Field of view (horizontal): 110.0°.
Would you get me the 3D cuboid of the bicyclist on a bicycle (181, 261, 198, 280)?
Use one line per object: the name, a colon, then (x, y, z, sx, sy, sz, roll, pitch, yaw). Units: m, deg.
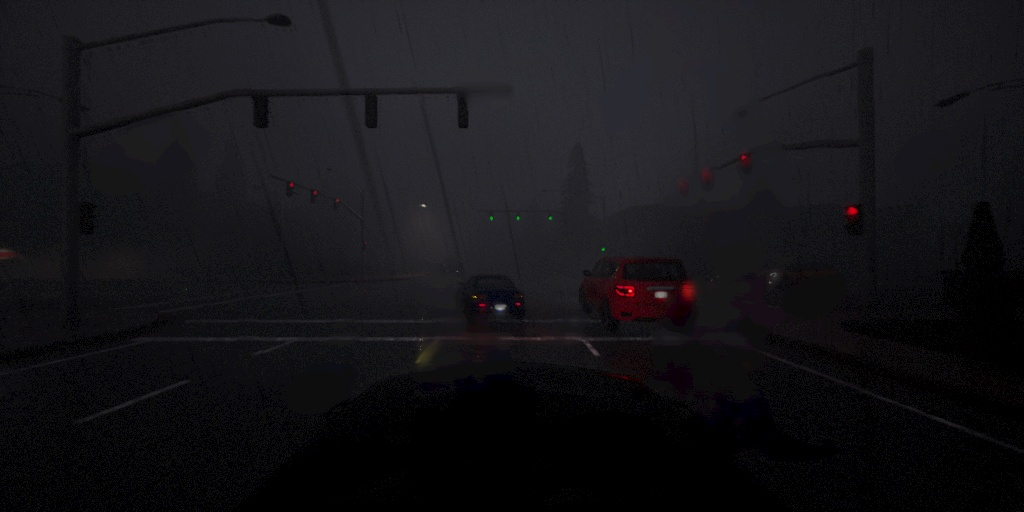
bicyclist on a bicycle: (-27.397, 1.228, 30.461, 0.582, 1.620, 1.656, 0, 0, 0)

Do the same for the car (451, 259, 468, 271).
car: (-8.418, 1.444, 57.209, 2.097, 1.767, 4.553, 0, 0, -16)

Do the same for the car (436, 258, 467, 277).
car: (-6.749, 1.210, 40.398, 2.150, 2.045, 5.566, 0, 0, -2)

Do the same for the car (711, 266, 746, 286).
car: (17.371, 1.448, 26.217, 5.357, 1.411, 2.033, 0, 0, 0)

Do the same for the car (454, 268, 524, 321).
car: (-0.852, 1.343, 12.749, 1.812, 1.442, 4.674, 0, 0, -13)

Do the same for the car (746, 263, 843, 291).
car: (17.962, 1.232, 22.716, 4.553, 1.767, 2.097, 0, 0, 0)

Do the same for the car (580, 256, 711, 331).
car: (3.615, 1.032, 11.311, 2.150, 2.045, 5.566, 0, 0, 1)

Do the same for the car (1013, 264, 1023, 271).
car: (35.904, 1.426, 22.642, 5.357, 1.411, 2.033, 0, 0, 0)

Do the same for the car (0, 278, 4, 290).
car: (-30.183, 1.348, 18.975, 4.902, 1.511, 2.128, 0, 0, 0)

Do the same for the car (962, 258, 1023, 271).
car: (36.350, 1.143, 26.139, 5.566, 2.045, 2.150, 0, 0, 0)
